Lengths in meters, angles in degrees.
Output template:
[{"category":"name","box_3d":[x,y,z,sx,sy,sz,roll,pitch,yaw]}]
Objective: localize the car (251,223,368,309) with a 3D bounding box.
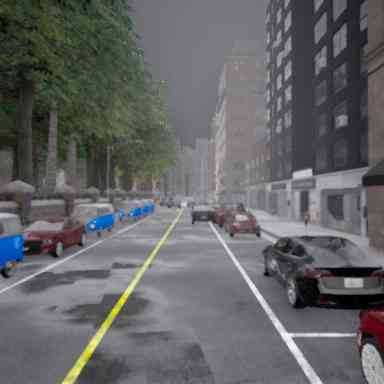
[{"category":"car","box_3d":[2.858,1.667,7.952,1.947,1.339,4.313,0,-1,0]}]

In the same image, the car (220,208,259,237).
[{"category":"car","box_3d":[2.863,1.820,19.272,1.802,1.307,4.206,0,-1,0]}]

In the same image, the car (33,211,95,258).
[{"category":"car","box_3d":[-5.665,1.715,13.601,1.887,1.381,4.507,0,-1,0]}]

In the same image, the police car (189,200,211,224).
[{"category":"police car","box_3d":[0.911,1.765,27.999,1.930,1.638,5.238,0,-1,0]}]

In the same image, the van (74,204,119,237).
[{"category":"van","box_3d":[-5.663,1.579,19.261,1.690,1.788,3.998,0,-1,0]}]

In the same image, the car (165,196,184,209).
[{"category":"car","box_3d":[-3.024,1.889,57.878,2.150,2.045,5.566,0,0,1]}]

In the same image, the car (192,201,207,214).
[{"category":"car","box_3d":[0.916,2.024,43.886,1.837,1.490,4.892,0,-1,0]}]

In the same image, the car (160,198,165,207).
[{"category":"car","box_3d":[-5.643,2.112,70.179,2.192,1.841,5.009,0,-1,0]}]

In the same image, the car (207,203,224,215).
[{"category":"car","box_3d":[2.871,2.079,41.913,1.802,1.307,4.206,0,-1,0]}]

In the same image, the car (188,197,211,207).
[{"category":"car","box_3d":[0.894,1.804,37.859,2.097,1.767,4.553,0,-1,0]}]

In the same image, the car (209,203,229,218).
[{"category":"car","box_3d":[2.869,1.979,36.253,1.887,1.381,4.507,0,-1,0]}]

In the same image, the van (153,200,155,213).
[{"category":"van","box_3d":[-5.654,1.838,41.891,1.690,1.788,3.998,0,-1,0]}]

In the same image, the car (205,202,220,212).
[{"category":"car","box_3d":[2.873,2.141,47.573,1.802,1.307,4.206,0,-1,0]}]

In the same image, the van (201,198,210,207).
[{"category":"van","box_3d":[2.881,2.139,70.216,1.690,1.788,3.998,0,-1,0]}]

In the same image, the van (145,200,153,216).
[{"category":"van","box_3d":[-5.657,1.775,36.233,1.690,1.788,3.998,0,-1,0]}]

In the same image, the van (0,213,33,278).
[{"category":"van","box_3d":[-5.668,1.442,7.946,1.690,1.788,3.998,0,-1,0]}]

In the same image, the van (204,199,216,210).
[{"category":"van","box_3d":[2.875,1.961,53.236,1.690,1.788,3.998,0,-1,0]}]

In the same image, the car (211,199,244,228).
[{"category":"car","box_3d":[2.864,1.620,24.936,2.192,1.841,5.009,0,-1,0]}]

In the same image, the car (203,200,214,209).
[{"category":"car","box_3d":[2.877,2.225,58.894,1.887,1.381,4.507,0,-1,0]}]

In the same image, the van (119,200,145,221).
[{"category":"van","box_3d":[-5.659,1.711,30.576,1.690,1.788,3.998,0,-1,0]}]

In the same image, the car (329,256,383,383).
[{"category":"car","box_3d":[2.856,1.575,2.293,1.887,1.381,4.507,0,-1,0]}]
